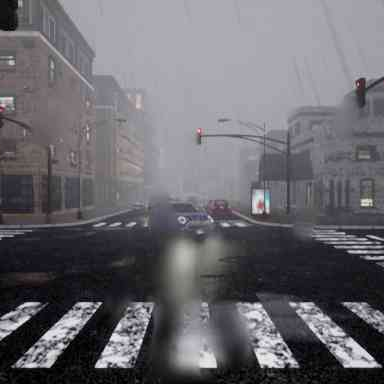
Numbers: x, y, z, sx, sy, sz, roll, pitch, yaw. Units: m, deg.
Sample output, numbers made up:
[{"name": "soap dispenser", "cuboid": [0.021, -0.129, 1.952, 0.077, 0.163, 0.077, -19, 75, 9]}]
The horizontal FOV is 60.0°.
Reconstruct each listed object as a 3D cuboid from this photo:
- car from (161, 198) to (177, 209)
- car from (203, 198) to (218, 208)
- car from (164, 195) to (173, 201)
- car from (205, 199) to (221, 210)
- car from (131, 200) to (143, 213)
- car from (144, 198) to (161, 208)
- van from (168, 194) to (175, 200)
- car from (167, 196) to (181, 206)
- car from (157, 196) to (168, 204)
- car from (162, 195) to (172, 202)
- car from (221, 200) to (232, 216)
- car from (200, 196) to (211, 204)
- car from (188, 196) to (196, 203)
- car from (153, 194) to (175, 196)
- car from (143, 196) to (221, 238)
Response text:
[{"name": "car", "cuboid": [-3.137, 1.578, 46.495, 1.994, 1.385, 4.181, 0, 0, 0]}, {"name": "car", "cuboid": [2.640, 1.566, 48.847, 2.008, 1.369, 4.403, 0, 0, 0]}, {"name": "car", "cuboid": [-5.773, 1.584, 82.836, 1.752, 1.417, 4.829, -1, 0, 0]}, {"name": "car", "cuboid": [2.645, 1.593, 43.150, 1.802, 1.307, 4.206, 0, 0, 0]}, {"name": "car", "cuboid": [-5.730, 1.557, 37.433, 2.008, 1.369, 4.403, 0, 0, 0]}, {"name": "car", "cuboid": [-5.741, 1.566, 48.827, 2.008, 1.369, 4.403, 0, 0, 0]}, {"name": "van", "cuboid": [-5.786, 1.420, 94.400, 1.690, 1.788, 3.998, -1, 0, 0]}, {"name": "car", "cuboid": [-3.113, 1.517, 58.226, 2.128, 1.511, 4.902, 0, 0, 0]}, {"name": "car", "cuboid": [-5.757, 1.559, 65.747, 1.752, 1.417, 4.829, 0, 0, 0]}, {"name": "car", "cuboid": [-5.769, 1.490, 77.309, 1.967, 1.590, 4.097, 0, 0, 0]}, {"name": "car", "cuboid": [2.655, 1.443, 31.756, 1.967, 1.590, 4.097, 0, 0, 0]}, {"name": "car", "cuboid": [2.624, 1.584, 65.937, 2.008, 1.369, 4.403, -1, 0, 0]}, {"name": "car", "cuboid": [0.015, 1.565, 70.718, 1.812, 1.442, 4.674, 0, 0, 0]}, {"name": "car", "cuboid": [-3.126, 1.221, 33.636, 2.150, 2.045, 5.566, 0, 0, 0]}, {"name": "car", "cuboid": [-0.690, 1.322, 17.917, 2.097, 1.767, 4.553, 0, 0, -29]}]
